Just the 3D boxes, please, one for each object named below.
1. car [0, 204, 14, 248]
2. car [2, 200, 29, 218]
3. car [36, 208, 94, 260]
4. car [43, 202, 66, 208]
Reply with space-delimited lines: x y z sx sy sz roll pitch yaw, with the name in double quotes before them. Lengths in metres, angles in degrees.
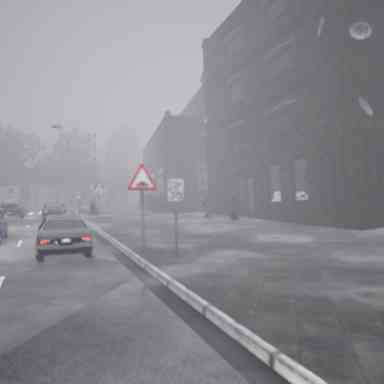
"car" -9.209 1.501 14.481 1.882 1.535 5.008 0 0 -23
"car" -15.215 1.428 28.414 1.837 1.490 4.892 0 1 -22
"car" -4.937 1.568 12.778 2.033 1.411 5.357 0 0 -23
"car" -11.830 1.521 28.690 1.895 1.301 4.718 0 1 -22
